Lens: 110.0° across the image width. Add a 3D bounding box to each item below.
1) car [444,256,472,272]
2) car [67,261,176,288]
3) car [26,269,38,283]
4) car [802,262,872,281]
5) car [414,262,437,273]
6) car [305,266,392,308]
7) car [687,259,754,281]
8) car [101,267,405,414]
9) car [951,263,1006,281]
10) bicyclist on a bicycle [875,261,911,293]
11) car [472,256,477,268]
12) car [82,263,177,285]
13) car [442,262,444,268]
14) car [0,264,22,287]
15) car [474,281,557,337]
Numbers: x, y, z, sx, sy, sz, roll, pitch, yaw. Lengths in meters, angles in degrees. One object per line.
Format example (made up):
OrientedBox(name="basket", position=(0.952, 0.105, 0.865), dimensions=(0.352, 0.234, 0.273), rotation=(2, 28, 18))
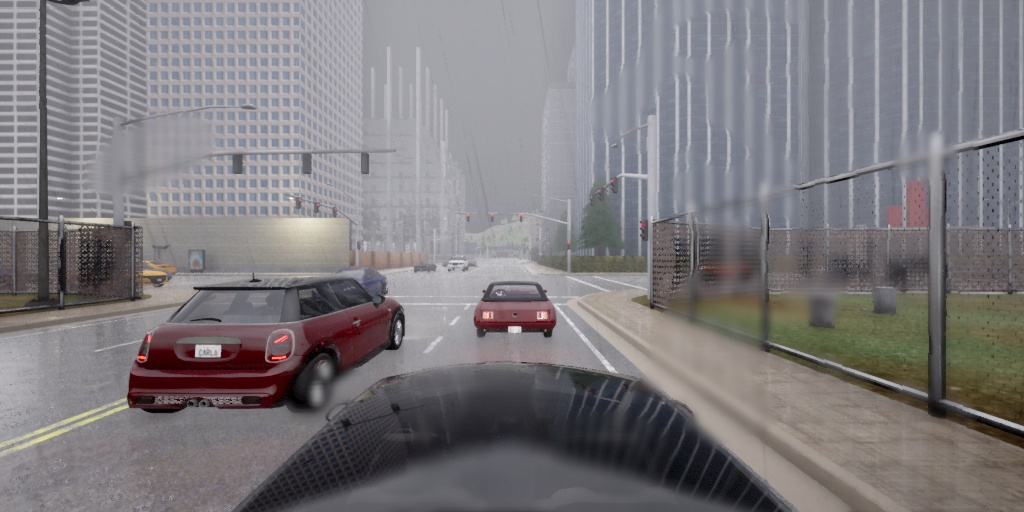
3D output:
OrientedBox(name="car", position=(-7.112, 0.972, 47.696), dimensions=(2.150, 2.045, 5.566), rotation=(0, 0, 0))
OrientedBox(name="car", position=(-23.730, 1.172, 21.601), dimensions=(5.008, 1.535, 1.882), rotation=(0, 0, 0))
OrientedBox(name="car", position=(-36.265, 1.242, 25.127), dimensions=(5.357, 1.411, 2.033), rotation=(0, 0, 0))
OrientedBox(name="car", position=(25.954, 1.220, 28.695), dimensions=(4.674, 1.442, 1.812), rotation=(0, 0, 0))
OrientedBox(name="car", position=(-10.610, 1.351, 44.029), dimensions=(1.895, 1.301, 4.718), rotation=(0, 0, 0))
OrientedBox(name="car", position=(-7.104, 1.258, 16.218), dimensions=(1.812, 1.442, 4.674), rotation=(0, 1, 0))
OrientedBox(name="car", position=(16.588, 1.047, 28.723), dimensions=(4.553, 1.767, 2.097), rotation=(0, 0, 0))
OrientedBox(name="car", position=(-3.443, 1.102, 6.207), dimensions=(2.097, 1.767, 4.553), rotation=(0, 0, 0))
OrientedBox(name="car", position=(36.417, 1.259, 28.672), dimensions=(4.181, 1.385, 1.994), rotation=(0, 0, 0))
OrientedBox(name="bicyclist on a bicycle", position=(18.801, 0.995, 17.737), dimensions=(0.582, 1.620, 1.656), rotation=(0, 0, 0))
OrientedBox(name="car", position=(-7.084, 1.227, 61.288), dimensions=(1.882, 1.535, 5.008), rotation=(0, 0, 0))
OrientedBox(name="car", position=(-26.675, 1.220, 25.107), dimensions=(4.674, 1.442, 1.812), rotation=(0, 0, 0))
OrientedBox(name="car", position=(-10.586, 1.298, 61.174), dimensions=(2.033, 1.411, 5.357), rotation=(0, 0, 0))
OrientedBox(name="car", position=(-33.307, 1.172, 21.620), dimensions=(5.008, 1.535, 1.882), rotation=(0, 0, 0))
OrientedBox(name="car", position=(0.077, 1.351, 10.212), dimensions=(1.895, 1.301, 4.718), rotation=(0, 0, 0))
